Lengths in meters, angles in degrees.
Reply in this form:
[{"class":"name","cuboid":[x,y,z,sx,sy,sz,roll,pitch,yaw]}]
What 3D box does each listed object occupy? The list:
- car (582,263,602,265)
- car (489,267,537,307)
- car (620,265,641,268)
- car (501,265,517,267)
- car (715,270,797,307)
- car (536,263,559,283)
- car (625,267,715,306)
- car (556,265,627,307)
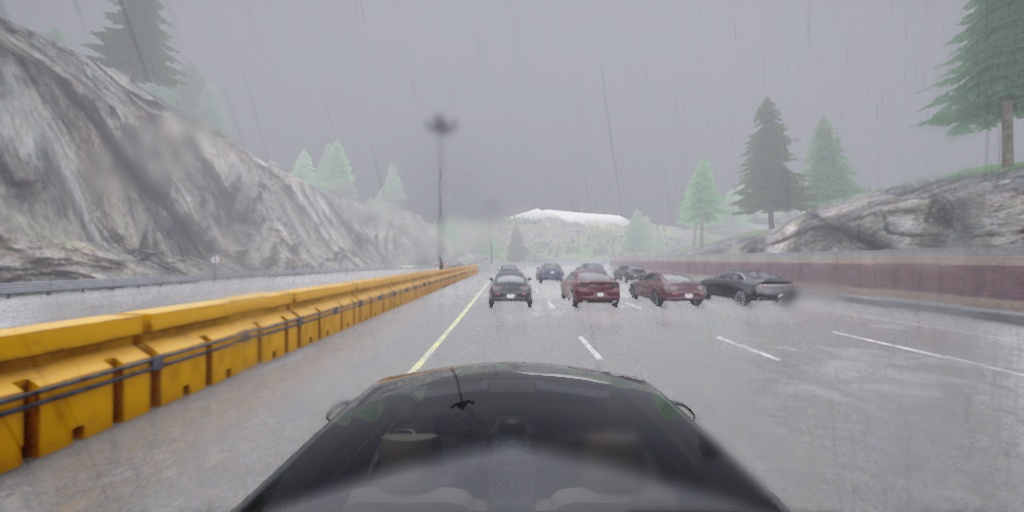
[{"class":"car","cuboid":[6.739,1.370,31.081,2.097,1.767,4.553,0,-1,-1]},{"class":"car","cuboid":[-0.071,1.410,16.278,1.812,1.442,4.674,0,0,-1]},{"class":"car","cuboid":[10.239,1.531,31.360,1.837,1.490,4.892,0,0,-1]},{"class":"car","cuboid":[-0.261,1.529,31.204,1.837,1.490,4.892,0,0,-1]},{"class":"car","cuboid":[10.429,1.377,16.343,2.128,1.511,4.902,0,0,-1]},{"class":"car","cuboid":[3.239,1.370,31.034,2.097,1.767,4.553,0,-1,-1]},{"class":"car","cuboid":[6.929,1.411,16.377,1.812,1.442,4.674,0,0,-1]},{"class":"car","cuboid":[3.428,1.363,16.437,1.882,1.535,5.008,0,0,-1]}]
